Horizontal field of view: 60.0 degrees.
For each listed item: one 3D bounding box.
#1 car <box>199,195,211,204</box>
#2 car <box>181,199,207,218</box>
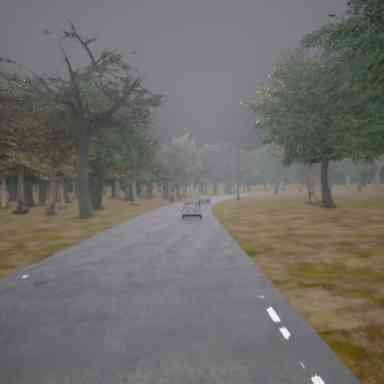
[{"bbox_3d":[2.302,1.357,59.757,2.163,1.488,4.792,0,0,8],"label":"car"},{"bbox_3d":[0.014,1.626,29.799,2.033,1.411,5.357,0,0,0],"label":"car"}]
